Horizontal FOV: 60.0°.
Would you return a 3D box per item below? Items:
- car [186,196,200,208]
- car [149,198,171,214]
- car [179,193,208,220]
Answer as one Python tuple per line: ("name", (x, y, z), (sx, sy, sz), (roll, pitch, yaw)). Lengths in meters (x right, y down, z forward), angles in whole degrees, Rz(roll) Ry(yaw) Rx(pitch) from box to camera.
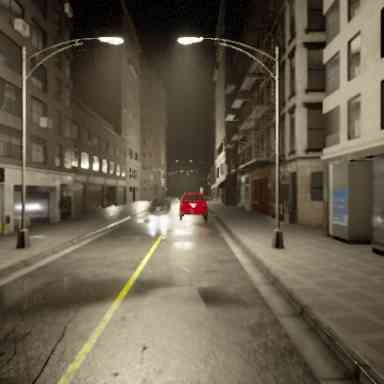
("car", (0.115, 1.278, 45.034), (1.882, 1.535, 5.008), (0, 0, 0))
("car", (-3.077, 1.342, 32.897), (2.128, 1.511, 4.902), (0, 0, 0))
("car", (0.109, 1.100, 26.760), (2.150, 2.045, 5.566), (0, 0, 0))
